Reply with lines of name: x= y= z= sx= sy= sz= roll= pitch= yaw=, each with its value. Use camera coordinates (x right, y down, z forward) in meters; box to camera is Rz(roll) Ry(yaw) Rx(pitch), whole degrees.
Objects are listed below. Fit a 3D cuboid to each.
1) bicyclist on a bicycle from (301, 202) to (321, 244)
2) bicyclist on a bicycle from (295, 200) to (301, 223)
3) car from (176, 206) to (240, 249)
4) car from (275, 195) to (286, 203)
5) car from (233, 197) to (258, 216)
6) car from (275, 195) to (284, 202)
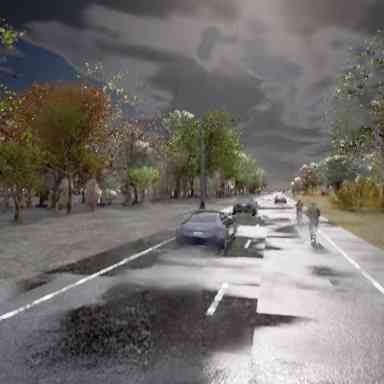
bicyclist on a bicycle: x=5.265 y=1.316 z=14.470 sx=0.659 sy=1.776 sz=1.843 roll=0 pitch=0 yaw=14
bicyclist on a bicycle: x=7.438 y=1.367 z=22.998 sx=0.582 sy=1.620 sz=1.656 roll=0 pitch=0 yaw=14
car: x=0.735 y=1.509 z=14.376 sx=1.994 sy=1.385 sz=4.181 roll=0 pitch=0 yaw=14
car: x=16.045 y=1.340 z=60.289 sx=1.994 sy=1.385 sz=4.181 roll=0 pitch=0 yaw=14
car: x=5.172 y=1.233 z=31.798 sx=2.097 sy=1.767 sz=4.553 roll=0 pitch=0 yaw=14
car: x=18.888 y=1.332 z=71.854 sx=1.895 sy=1.301 sz=4.718 roll=0 pitch=0 yaw=14
